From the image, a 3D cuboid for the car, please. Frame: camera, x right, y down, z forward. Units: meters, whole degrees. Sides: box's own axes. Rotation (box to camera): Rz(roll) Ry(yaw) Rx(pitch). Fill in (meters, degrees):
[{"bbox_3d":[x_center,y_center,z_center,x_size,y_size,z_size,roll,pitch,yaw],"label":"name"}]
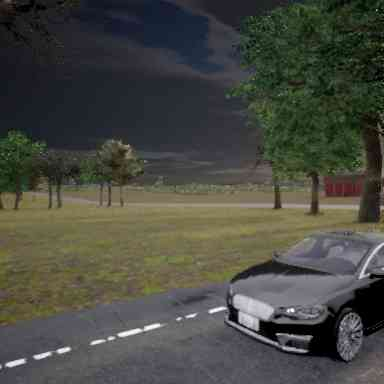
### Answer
[{"bbox_3d":[2.766,1.499,5.965,4.902,1.511,2.128,0,0,-35],"label":"car"}]
